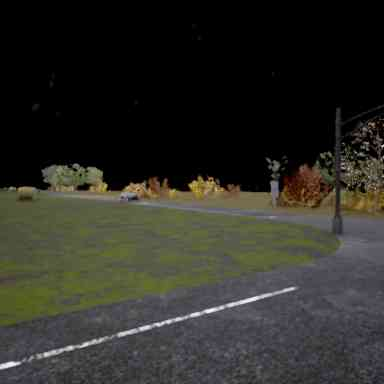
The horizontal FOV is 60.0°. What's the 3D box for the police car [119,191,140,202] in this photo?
[{"bbox_3d":[-9.632,0.671,51.180,1.930,1.638,5.238,1,0,-32],"label":"police car"}]
